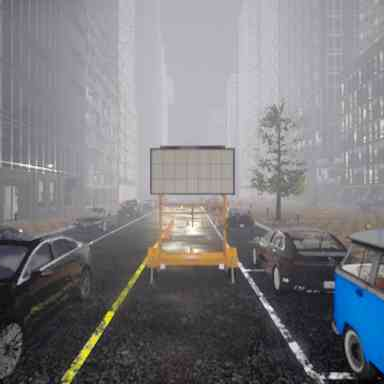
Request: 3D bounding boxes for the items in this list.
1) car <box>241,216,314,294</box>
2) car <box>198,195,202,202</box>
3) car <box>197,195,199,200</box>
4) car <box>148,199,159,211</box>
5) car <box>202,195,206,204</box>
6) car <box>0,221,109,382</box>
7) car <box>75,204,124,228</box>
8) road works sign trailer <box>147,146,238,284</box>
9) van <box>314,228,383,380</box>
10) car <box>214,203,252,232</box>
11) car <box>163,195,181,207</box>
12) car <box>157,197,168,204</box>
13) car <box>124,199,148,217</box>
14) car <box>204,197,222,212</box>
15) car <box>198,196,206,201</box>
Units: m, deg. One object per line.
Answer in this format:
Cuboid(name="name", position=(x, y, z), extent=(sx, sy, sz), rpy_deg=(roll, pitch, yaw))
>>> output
Cuboid(name="car", position=(2.688, 1.566, 8.618), extent=(2.008, 1.369, 4.403), rpy_deg=(0, 0, 0))
Cuboid(name="car", position=(2.647, 1.660, 59.818), extent=(2.008, 1.369, 4.403), rpy_deg=(0, 0, 0))
Cuboid(name="car", position=(2.633, 1.711, 76.884), extent=(1.947, 1.339, 4.313), rpy_deg=(0, 0, 0))
Cuboid(name="car", position=(-5.720, 1.627, 42.767), extent=(2.008, 1.369, 4.403), rpy_deg=(0, 0, 0))
Cuboid(name="car", position=(2.661, 1.516, 42.751), extent=(1.967, 1.590, 4.097), rpy_deg=(0, 0, 0))
Cuboid(name="car", position=(-3.106, 1.501, 5.484), extent=(2.128, 1.511, 4.902), rpy_deg=(0, 0, 0))
Cuboid(name="car", position=(-5.701, 1.585, 20.010), extent=(2.008, 1.369, 4.403), rpy_deg=(0, 0, 0))
Cuboid(name="road works sign trailer", position=(0.015, 0.481, 9.581), extent=(2.380, 3.560, 2.880), rpy_deg=(0, 0, 0))
Cuboid(name="van", position=(2.695, 1.346, 2.929), extent=(1.690, 1.788, 3.998), rpy_deg=(0, 0, 0))
Cuboid(name="car", position=(2.679, 1.585, 19.996), extent=(2.008, 1.369, 4.403), rpy_deg=(0, 0, 0))
Cuboid(name="car", position=(-3.045, 1.643, 53.064), extent=(2.033, 1.411, 5.357), rpy_deg=(0, 0, 0))
Cuboid(name="car", position=(-5.738, 1.666, 65.523), extent=(1.887, 1.381, 4.507), rpy_deg=(0, 0, 0))
Cuboid(name="car", position=(-5.710, 1.495, 31.389), extent=(1.967, 1.590, 4.097), rpy_deg=(0, 0, 0))
Cuboid(name="car", position=(2.665, 1.616, 37.062), extent=(2.008, 1.369, 4.403), rpy_deg=(0, 0, 0))
Cuboid(name="car", position=(2.623, 1.696, 88.433), extent=(1.752, 1.417, 4.829), rpy_deg=(0, 0, 0))
